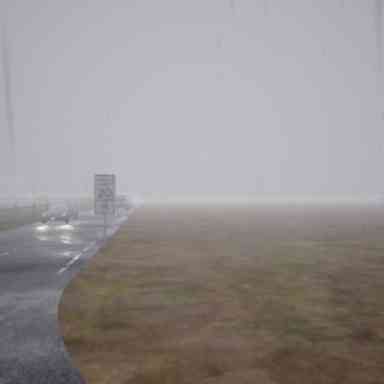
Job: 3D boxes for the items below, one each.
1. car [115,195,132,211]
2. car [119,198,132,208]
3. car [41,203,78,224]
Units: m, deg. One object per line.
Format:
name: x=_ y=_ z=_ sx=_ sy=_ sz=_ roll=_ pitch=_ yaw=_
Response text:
car: x=-9.332 y=1.375 z=43.251 sx=2.150 sy=2.045 sz=5.566 roll=0 pitch=0 yaw=-7
car: x=-10.690 y=1.734 z=53.683 sx=1.812 sy=1.442 sz=4.674 roll=0 pitch=0 yaw=-7
car: x=-10.025 y=1.592 z=25.554 sx=1.812 sy=1.442 sz=4.674 roll=0 pitch=0 yaw=-7
